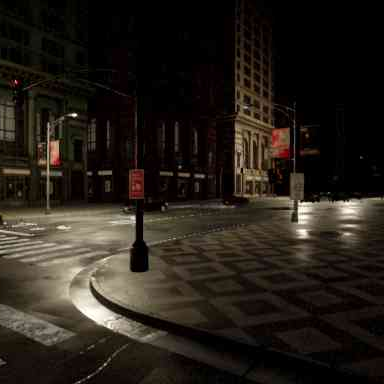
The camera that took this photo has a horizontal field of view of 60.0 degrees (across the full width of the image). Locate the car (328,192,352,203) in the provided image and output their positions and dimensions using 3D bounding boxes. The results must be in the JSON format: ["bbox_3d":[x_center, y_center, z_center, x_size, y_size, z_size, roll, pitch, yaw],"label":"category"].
[{"bbox_3d":[22.439,0.834,50.303,1.812,1.442,4.674,0,1,36],"label":"car"}]

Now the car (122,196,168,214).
[{"bbox_3d":[-4.178,1.163,30.004,1.837,1.490,4.892,0,2,35],"label":"car"}]

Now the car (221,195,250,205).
[{"bbox_3d":[5.763,1.047,43.965,1.895,1.301,4.718,0,1,36],"label":"car"}]

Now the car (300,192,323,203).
[{"bbox_3d":[17.242,0.912,48.590,1.994,1.385,4.181,0,1,35],"label":"car"}]

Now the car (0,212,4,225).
[{"bbox_3d":[-12.650,1.415,18.078,1.994,1.385,4.181,0,1,35],"label":"car"}]

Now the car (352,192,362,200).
[{"bbox_3d":[29.593,0.675,60.380,1.812,1.442,4.674,0,1,35],"label":"car"}]

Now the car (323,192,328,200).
[{"bbox_3d":[22.983,0.714,56.673,2.128,1.511,4.902,0,1,35],"label":"car"}]
